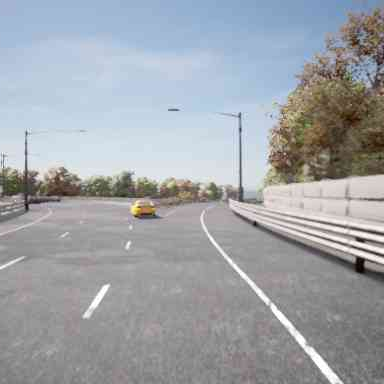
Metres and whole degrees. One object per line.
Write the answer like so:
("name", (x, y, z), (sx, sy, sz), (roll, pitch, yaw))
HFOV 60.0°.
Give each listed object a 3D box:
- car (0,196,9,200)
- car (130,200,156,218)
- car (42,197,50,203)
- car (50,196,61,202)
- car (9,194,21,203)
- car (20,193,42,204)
("car", (-45.581, 1.679, 81.589), (4.181, 1.385, 1.994), (0, 0, 38))
("car", (-4.654, 1.525, 31.225), (1.882, 1.535, 5.008), (0, 0, -16))
("car", (-35.700, 1.754, 77.279), (4.902, 1.511, 2.128), (0, 0, 43))
("car", (-33.356, 1.749, 79.871), (5.357, 1.411, 2.033), (0, 0, 43))
("car", (-39.220, 1.772, 75.817), (4.902, 1.511, 2.128), (0, 0, 43))
("car", (-34.065, 1.576, 70.453), (2.097, 1.767, 4.553), (0, 0, -42))
